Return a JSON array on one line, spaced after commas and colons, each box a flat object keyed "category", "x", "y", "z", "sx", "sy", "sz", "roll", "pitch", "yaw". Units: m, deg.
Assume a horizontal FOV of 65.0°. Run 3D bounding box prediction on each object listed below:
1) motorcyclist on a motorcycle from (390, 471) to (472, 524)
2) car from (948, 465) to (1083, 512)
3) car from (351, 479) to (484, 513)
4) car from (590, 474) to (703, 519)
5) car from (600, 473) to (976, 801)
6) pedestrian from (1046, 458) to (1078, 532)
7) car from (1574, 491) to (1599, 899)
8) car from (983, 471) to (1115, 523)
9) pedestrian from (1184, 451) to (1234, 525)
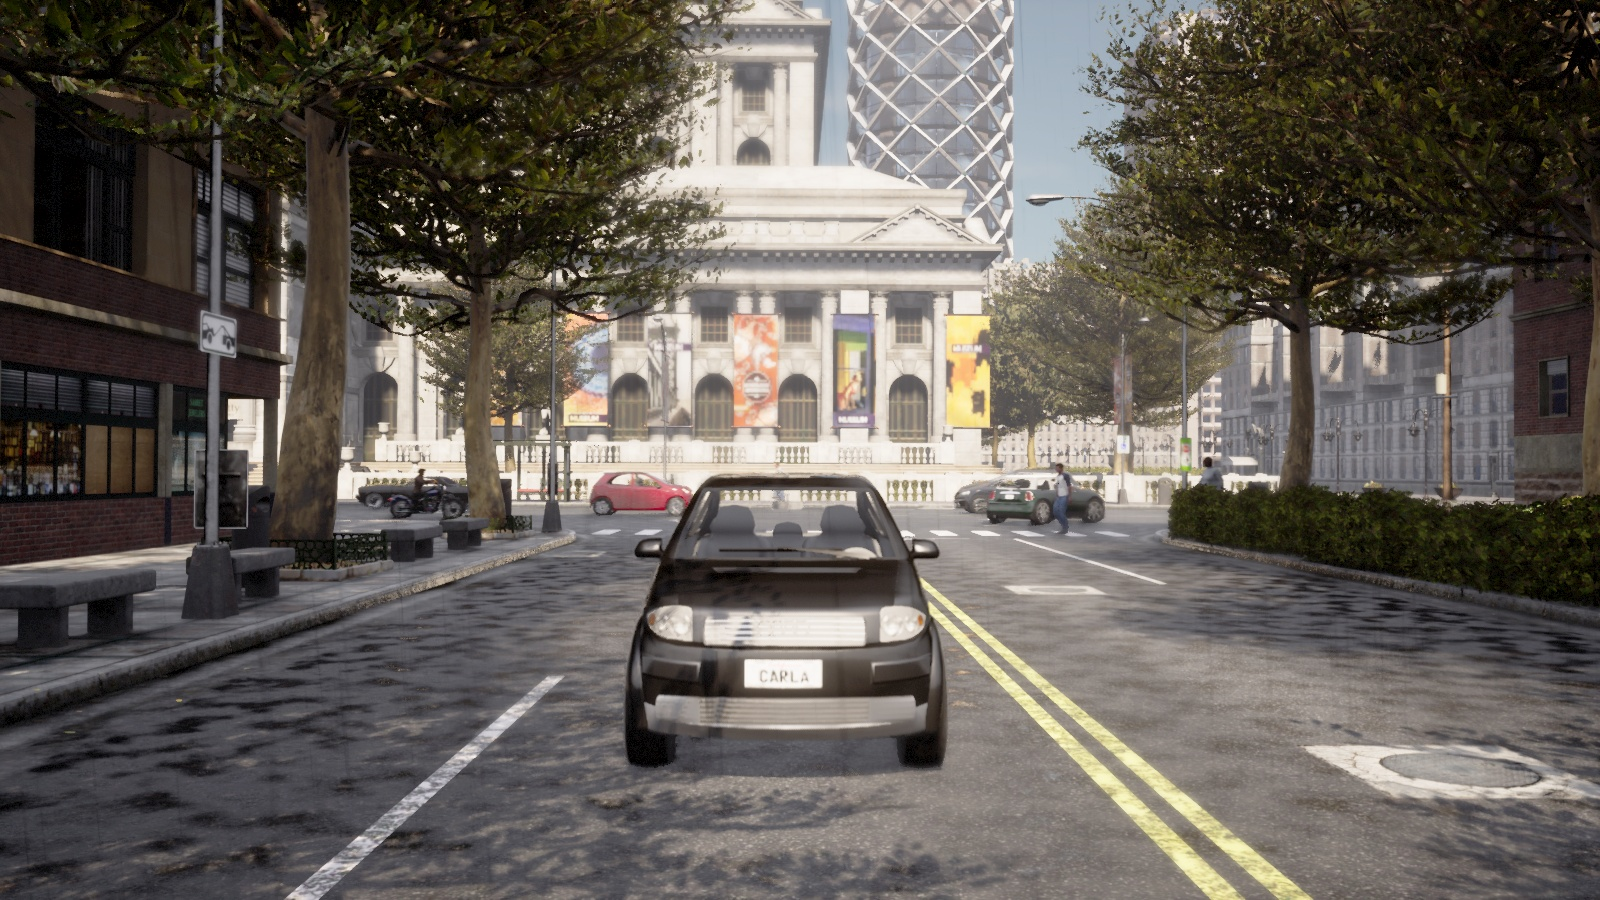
[{"category": "motorcyclist on a motorcycle", "x": -11.612, "y": 1.475, "z": 39.517, "sx": 2.350, "sy": 1.649, "sz": 0.766, "roll": 0, "pitch": -1, "yaw": 0}, {"category": "car", "x": 7.941, "y": 1.409, "z": 46.548, "sx": 4.611, "sy": 1.667, "sz": 2.242, "roll": 0, "pitch": -1, "yaw": 0}, {"category": "car", "x": -15.176, "y": 1.816, "z": 50.007, "sx": 4.718, "sy": 1.301, "sz": 1.895, "roll": 0, "pitch": -1, "yaw": 0}, {"category": "car", "x": -5.225, "y": 1.572, "z": 43.026, "sx": 3.633, "sy": 1.501, "sz": 1.845, "roll": 0, "pitch": -1, "yaw": 0}, {"category": "car", "x": -0.072, "y": 0.925, "z": 7.857, "sx": 1.789, "sy": 1.549, "sz": 3.705, "roll": 0, "pitch": -1, "yaw": 0}, {"category": "pedestrian", "x": 6.612, "y": 1.127, "z": 31.701, "sx": 0.706, "sy": 1.836, "sz": 0.354, "roll": 0, "pitch": -1, "yaw": -11}, {"category": "car", "x": 3.474, "y": 0.825, "z": 1.446, "sx": 2.163, "sy": 1.488, "sz": 4.792, "roll": 0, "pitch": -1, "yaw": 0}, {"category": "car", "x": 7.542, "y": 1.387, "z": 37.954, "sx": 3.806, "sy": 1.475, "sz": 1.970, "roll": 1, "pitch": -1, "yaw": -41}, {"category": "pedestrian", "x": 10.509, "y": 0.966, "z": 32.256, "sx": 0.900, "sy": 1.855, "sz": 0.874, "roll": 0, "pitch": -1, "yaw": -9}]
